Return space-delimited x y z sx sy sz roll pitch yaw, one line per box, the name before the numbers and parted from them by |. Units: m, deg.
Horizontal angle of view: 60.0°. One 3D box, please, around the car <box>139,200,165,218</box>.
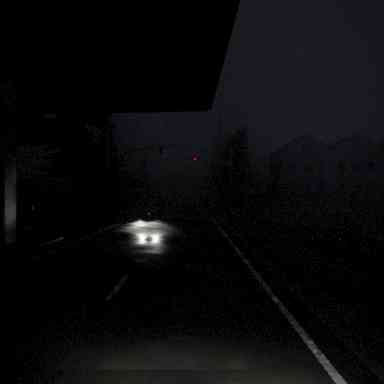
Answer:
car | -3.502 1.505 29.540 2.128 1.511 4.902 0 1 0
